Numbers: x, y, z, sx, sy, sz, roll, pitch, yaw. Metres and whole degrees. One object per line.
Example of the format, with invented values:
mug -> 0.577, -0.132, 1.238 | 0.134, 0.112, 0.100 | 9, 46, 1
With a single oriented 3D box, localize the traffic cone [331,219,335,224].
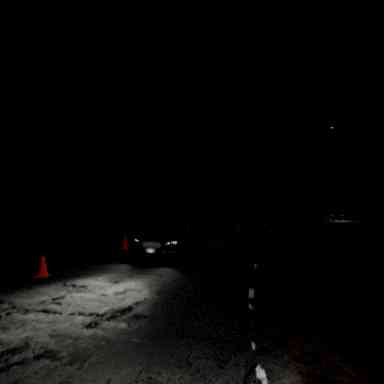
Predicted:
traffic cone -> 20.057, 4.175, 47.193 | 0.340, 0.580, 0.340 | 1, -3, 29

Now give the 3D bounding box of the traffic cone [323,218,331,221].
traffic cone -> 17.553, 3.911, 43.331 | 0.340, 0.580, 0.340 | 0, -3, 37

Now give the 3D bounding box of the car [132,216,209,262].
car -> -0.643, 1.717, 13.209 | 2.128, 1.511, 4.902 | 1, -1, 17

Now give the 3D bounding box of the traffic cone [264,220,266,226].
traffic cone -> 7.218, 3.081, 32.748 | 0.340, 0.580, 0.340 | 0, -3, 41

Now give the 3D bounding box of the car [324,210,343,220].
car -> 25.992, 4.147, 61.158 | 2.097, 1.767, 4.553 | 1, 0, 0

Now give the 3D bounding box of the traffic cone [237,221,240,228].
traffic cone -> 3.989, 2.799, 28.578 | 0.340, 0.580, 0.340 | 0, -3, 35

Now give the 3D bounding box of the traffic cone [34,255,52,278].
traffic cone -> -4.138, 2.041, 9.240 | 0.340, 0.580, 0.340 | 1, -1, 11

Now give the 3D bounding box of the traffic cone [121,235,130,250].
traffic cone -> -2.876, 2.161, 14.368 | 0.340, 0.580, 0.340 | 1, -1, 17

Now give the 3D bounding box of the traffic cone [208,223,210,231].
traffic cone -> 1.210, 2.540, 24.090 | 0.340, 0.580, 0.340 | 1, -2, 29
